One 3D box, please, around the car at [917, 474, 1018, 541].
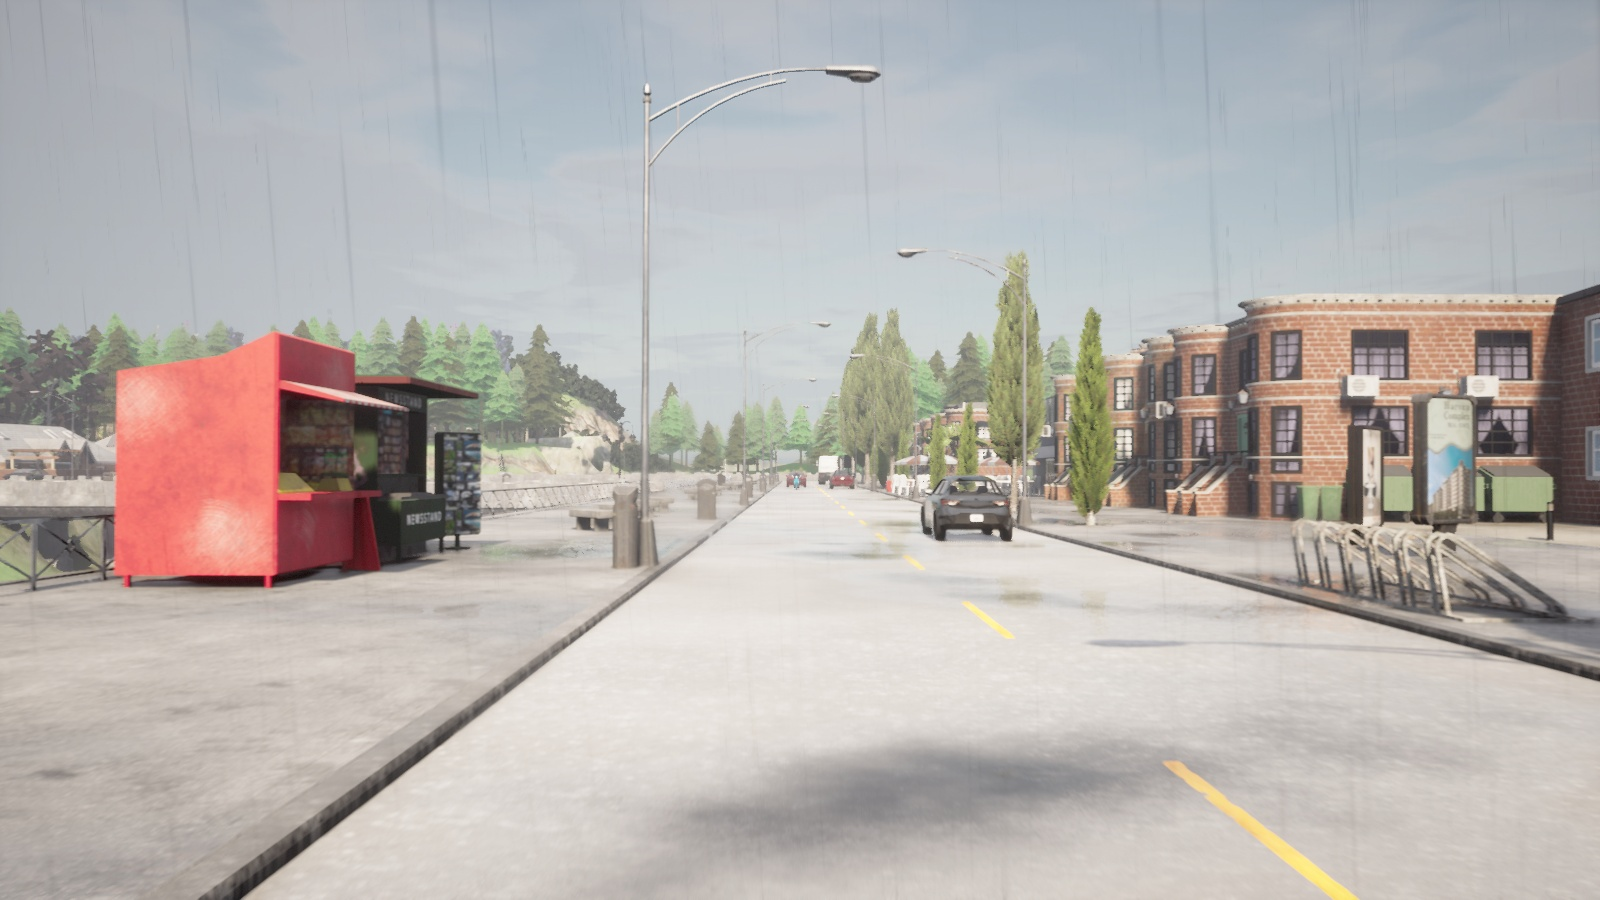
[{"bbox_3d":[3.921,1.315,30.026,1.816,1.474,4.193,0,-1,0],"label":"car"}]
